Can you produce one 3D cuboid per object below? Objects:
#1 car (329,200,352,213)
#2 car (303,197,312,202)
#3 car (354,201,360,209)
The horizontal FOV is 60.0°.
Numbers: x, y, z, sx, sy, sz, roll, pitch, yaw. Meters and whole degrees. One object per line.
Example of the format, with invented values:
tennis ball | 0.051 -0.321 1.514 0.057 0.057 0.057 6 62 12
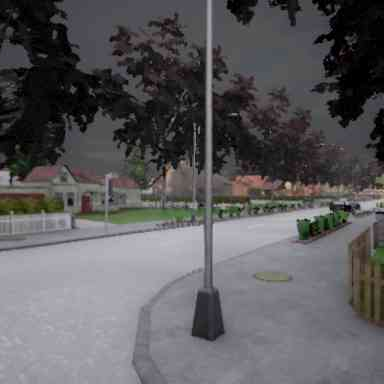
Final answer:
car | 18.245 1.844 40.909 1.882 1.535 5.008 0 0 34
car | 29.042 2.062 88.081 5.357 1.415 2.033 0 0 33
car | 23.799 1.977 49.528 1.812 1.442 4.674 0 0 33
